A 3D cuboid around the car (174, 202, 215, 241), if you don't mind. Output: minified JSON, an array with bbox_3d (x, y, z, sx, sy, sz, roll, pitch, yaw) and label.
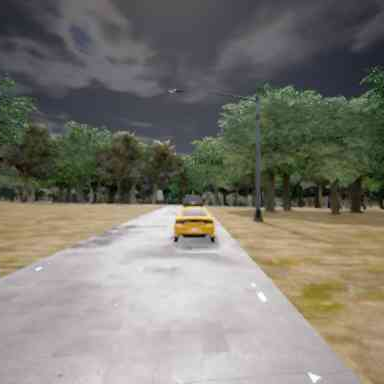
[{"bbox_3d":[0.104,1.494,16.866,1.882,1.535,5.008,0,0,0],"label":"car"}]

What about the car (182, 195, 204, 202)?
[{"bbox_3d":[0.109,1.369,37.194,2.150,2.045,5.566,0,-1,0],"label":"car"}]
